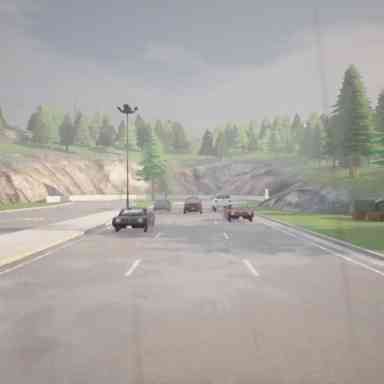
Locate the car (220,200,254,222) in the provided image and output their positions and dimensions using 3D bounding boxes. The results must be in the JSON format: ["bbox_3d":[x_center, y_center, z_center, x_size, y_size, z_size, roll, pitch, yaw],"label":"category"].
[{"bbox_3d":[3.603,1.600,26.555,1.895,1.301,4.718,0,0,0],"label":"car"}]

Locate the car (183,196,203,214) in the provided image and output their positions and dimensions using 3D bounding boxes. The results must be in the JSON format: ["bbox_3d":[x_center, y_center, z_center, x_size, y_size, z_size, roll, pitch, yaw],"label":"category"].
[{"bbox_3d":[0.097,1.478,35.313,1.882,1.535,5.008,0,0,0],"label":"car"}]

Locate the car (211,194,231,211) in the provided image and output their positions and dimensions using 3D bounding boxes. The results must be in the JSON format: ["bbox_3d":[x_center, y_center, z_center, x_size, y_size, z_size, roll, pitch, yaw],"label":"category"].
[{"bbox_3d":[3.635,1.222,41.077,2.150,2.045,5.566,0,0,1],"label":"car"}]

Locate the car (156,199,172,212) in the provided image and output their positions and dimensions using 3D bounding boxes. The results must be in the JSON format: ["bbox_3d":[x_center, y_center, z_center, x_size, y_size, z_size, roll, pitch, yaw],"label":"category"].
[{"bbox_3d":[-3.389,1.547,38.931,2.033,1.411,5.357,0,0,0],"label":"car"}]

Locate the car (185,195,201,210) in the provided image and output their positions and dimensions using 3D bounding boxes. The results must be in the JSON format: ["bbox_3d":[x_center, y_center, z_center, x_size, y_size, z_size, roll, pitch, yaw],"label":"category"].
[{"bbox_3d":[0.197,1.352,44.542,2.097,1.767,4.553,0,0,1],"label":"car"}]

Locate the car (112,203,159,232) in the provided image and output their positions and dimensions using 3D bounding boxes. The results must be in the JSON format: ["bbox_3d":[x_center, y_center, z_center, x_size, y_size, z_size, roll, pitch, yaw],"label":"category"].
[{"bbox_3d":[-3.397,1.601,20.288,1.895,1.301,4.718,0,0,0],"label":"car"}]
